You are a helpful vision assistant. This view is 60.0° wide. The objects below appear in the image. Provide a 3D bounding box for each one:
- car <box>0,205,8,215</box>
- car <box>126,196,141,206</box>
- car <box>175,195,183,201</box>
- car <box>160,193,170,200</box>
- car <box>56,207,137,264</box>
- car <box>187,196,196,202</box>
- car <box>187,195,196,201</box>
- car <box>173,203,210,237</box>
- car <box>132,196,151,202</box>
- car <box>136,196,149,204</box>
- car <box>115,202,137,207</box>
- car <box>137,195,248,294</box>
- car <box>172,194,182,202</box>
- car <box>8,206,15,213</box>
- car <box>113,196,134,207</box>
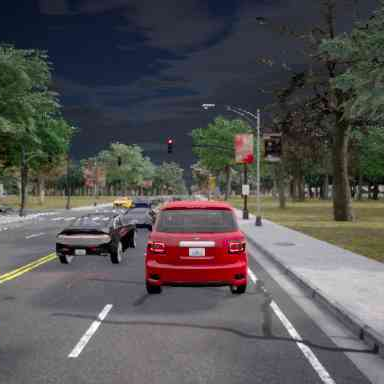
[{"bbox_3d":[-9.807,1.226,12.754,2.150,2.045,5.566,0,0,1],"label":"car"},{"bbox_3d":[-9.907,1.537,56.768,1.837,1.490,4.892,0,0,0],"label":"car"},{"bbox_3d":[-3.366,1.551,86.798,1.895,1.301,4.718,0,0,0],"label":"car"},{"bbox_3d":[-6.609,1.136,81.386,2.097,1.767,4.553,0,0,0],"label":"car"},{"bbox_3d":[-3.163,1.494,11.852,2.128,1.511,4.902,0,0,0],"label":"car"},{"bbox_3d":[-0.101,1.599,76.357,2.033,1.411,5.357,0,0,0],"label":"car"},{"bbox_3d":[-0.116,1.481,86.772,2.128,1.511,4.902,0,0,0],"label":"car"},{"bbox_3d":[-0.024,1.483,19.257,1.882,1.535,5.008,0,0,0],"label":"car"},{"bbox_3d":[-6.659,1.623,46.026,1.895,1.301,4.718,0,0,0],"label":"car"},{"bbox_3d":[-9.859,1.551,66.847,1.837,1.490,4.892,0,0,0],"label":"car"},{"bbox_3d":[-3.177,1.570,20.516,1.994,1.385,4.181,0,0,0],"label":"car"},{"bbox_3d":[0.090,1.223,8.941,2.150,2.045,5.566,0,0,0],"label":"car"},{"bbox_3d":[-3.352,1.415,76.739,2.097,1.767,4.553,0,0,0],"label":"car"},{"bbox_3d":[-20.318,1.539,32.312,5.357,1.411,2.033,0,0,0],"label":"car"},{"bbox_3d":[-9.900,1.501,47.469,1.882,1.535,5.008,0,0,0],"label":"car"}]
